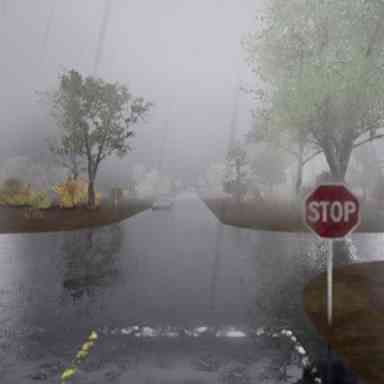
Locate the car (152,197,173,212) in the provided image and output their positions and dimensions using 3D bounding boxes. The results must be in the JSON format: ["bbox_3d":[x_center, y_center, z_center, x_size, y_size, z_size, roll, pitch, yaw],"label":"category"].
[{"bbox_3d":[-3.002,1.269,34.397,1.837,1.490,4.892,0,1,0],"label":"car"}]
